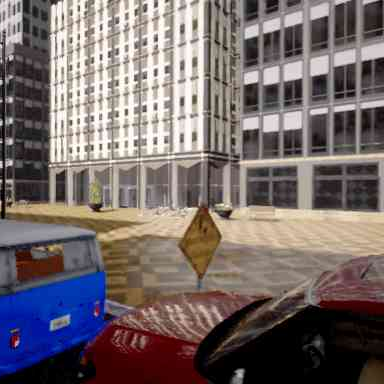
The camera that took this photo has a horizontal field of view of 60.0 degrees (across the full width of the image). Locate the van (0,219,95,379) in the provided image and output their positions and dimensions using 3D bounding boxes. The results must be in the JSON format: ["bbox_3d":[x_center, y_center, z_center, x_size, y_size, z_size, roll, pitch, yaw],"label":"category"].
[{"bbox_3d":[-3.093,1.330,5.074,3.998,1.788,1.690,0,0,36],"label":"van"}]

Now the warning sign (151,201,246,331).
[{"bbox_3d":[0.141,1.109,5.699,1.060,1.860,1.300,0,0,36],"label":"warning sign"}]

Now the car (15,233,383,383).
[{"bbox_3d":[1.405,1.315,1.865,5.009,1.841,2.192,0,0,36],"label":"car"}]
